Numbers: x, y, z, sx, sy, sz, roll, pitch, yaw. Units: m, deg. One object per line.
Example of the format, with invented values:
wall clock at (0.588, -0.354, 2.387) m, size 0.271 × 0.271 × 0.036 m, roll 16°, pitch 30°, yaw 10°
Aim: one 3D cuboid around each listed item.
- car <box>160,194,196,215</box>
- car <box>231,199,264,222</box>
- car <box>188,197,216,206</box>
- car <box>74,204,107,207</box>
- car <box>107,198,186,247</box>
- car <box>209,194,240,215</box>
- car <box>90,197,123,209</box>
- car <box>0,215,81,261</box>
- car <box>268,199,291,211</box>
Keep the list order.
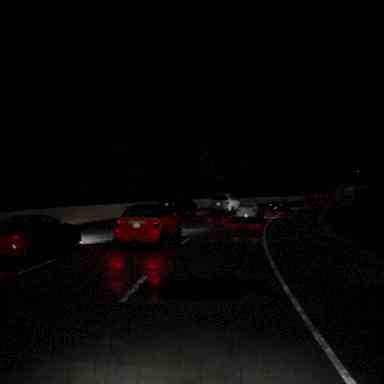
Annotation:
car at (-1.333, 1.169, 30.728) m, size 2.150 × 2.045 × 5.566 m, roll 0°, pitch 0°, yaw 19°
car at (4.638, 1.497, 26.421) m, size 1.812 × 1.442 × 4.674 m, roll 0°, pitch 0°, yaw 18°
car at (1.641, 1.468, 53.289) m, size 2.033 × 1.411 × 5.357 m, roll 0°, pitch 0°, yaw 32°
car at (-10.869, 1.403, 35.581) m, size 2.128 × 1.511 × 4.902 m, roll 0°, pitch 0°, yaw 20°
car at (-1.823, 1.323, 15.102) m, size 2.097 × 1.767 × 4.553 m, roll 0°, pitch 0°, yaw 9°
car at (3.461, 1.178, 33.481) m, size 2.150 × 2.045 × 5.566 m, roll 0°, pitch 0°, yaw 22°
car at (-11.191, 1.461, 43.970) m, size 1.994 × 1.385 × 4.181 m, roll 0°, pitch 0°, yaw 25°
car at (-5.815, 1.527, 12.236) m, size 1.994 × 1.385 × 4.181 m, roll 0°, pitch 0°, yaw 8°
car at (10.901, 1.568, 41.023) m, size 1.895 × 1.301 × 4.718 m, roll 0°, pitch 0°, yaw 28°
